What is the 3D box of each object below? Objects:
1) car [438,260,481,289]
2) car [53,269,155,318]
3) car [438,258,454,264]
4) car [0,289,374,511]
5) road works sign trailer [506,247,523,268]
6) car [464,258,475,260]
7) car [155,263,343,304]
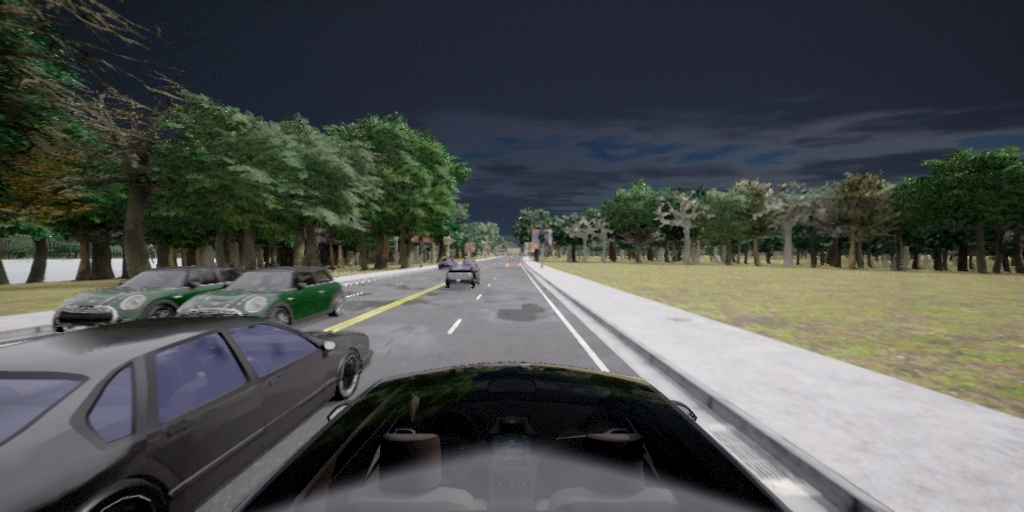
[{"bbox_3d":[-3.116,1.245,23.464,2.128,1.511,4.902,0,0,0],"label":"car"},{"bbox_3d":[-9.843,1.104,10.449,2.097,1.767,4.553,0,0,0],"label":"car"},{"bbox_3d":[-9.588,1.119,53.126,2.097,1.767,4.553,0,0,1],"label":"car"},{"bbox_3d":[-3.149,1.298,3.345,2.033,1.411,5.357,0,0,0],"label":"car"},{"bbox_3d":[0.287,0.225,60.223,2.380,3.560,2.880,0,0,1],"label":"road works sign trailer"},{"bbox_3d":[-6.339,1.118,53.090,2.097,1.767,4.553,0,0,1],"label":"car"},{"bbox_3d":[-6.594,1.103,10.011,2.097,1.767,4.553,0,0,0],"label":"car"}]
